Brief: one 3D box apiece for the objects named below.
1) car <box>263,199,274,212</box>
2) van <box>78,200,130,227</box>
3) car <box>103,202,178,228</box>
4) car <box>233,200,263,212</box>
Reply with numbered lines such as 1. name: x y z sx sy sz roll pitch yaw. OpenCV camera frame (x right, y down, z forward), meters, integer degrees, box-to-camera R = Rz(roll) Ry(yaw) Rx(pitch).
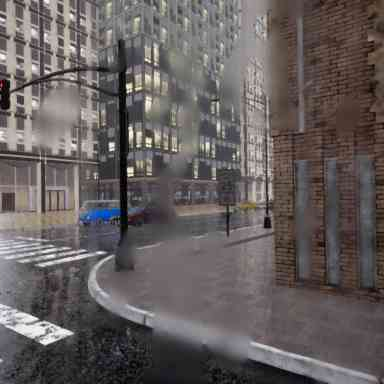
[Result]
1. car: 9.635 1.606 40.967 2.128 1.511 4.902 -1 -1 36
2. van: -6.070 1.460 23.512 1.690 1.788 3.998 -2 -1 36
3. car: -3.188 1.618 23.083 2.033 1.411 5.357 -1 -1 36
4. car: 6.752 1.689 41.430 1.752 1.417 4.829 -2 -1 36
